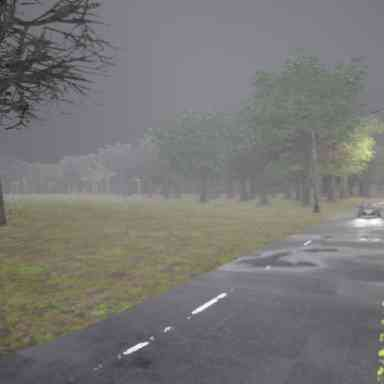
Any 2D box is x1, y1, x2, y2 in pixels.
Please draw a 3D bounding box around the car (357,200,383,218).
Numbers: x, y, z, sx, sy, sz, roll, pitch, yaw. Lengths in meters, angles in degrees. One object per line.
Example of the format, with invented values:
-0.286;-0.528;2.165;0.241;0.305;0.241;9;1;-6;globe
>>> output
16.570;1.552;30.980;2.128;1.511;4.902;-3;-2;31;car
